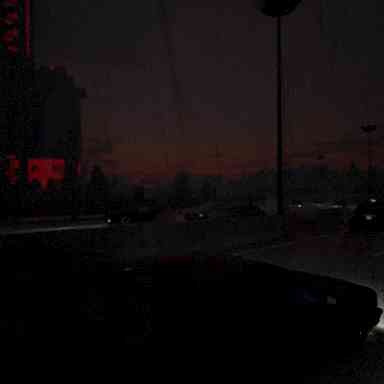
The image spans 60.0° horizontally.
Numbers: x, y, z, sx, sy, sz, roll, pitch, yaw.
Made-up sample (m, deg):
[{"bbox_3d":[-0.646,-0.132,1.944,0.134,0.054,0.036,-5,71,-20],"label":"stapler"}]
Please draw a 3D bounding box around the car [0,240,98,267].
[{"bbox_3d":[-3.164,1.578,6.000,4.181,1.385,1.994,0,0,-36],"label":"car"}]

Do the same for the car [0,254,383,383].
[{"bbox_3d":[0.330,1.544,4.183,5.357,1.411,2.033,0,0,-38],"label":"car"}]

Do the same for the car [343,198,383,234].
[{"bbox_3d":[10.194,1.304,17.991,2.097,1.767,4.553,0,0,43],"label":"car"}]

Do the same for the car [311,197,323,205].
[{"bbox_3d":[22.596,1.626,60.249,1.994,1.385,4.181,0,0,18],"label":"car"}]

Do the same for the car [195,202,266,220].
[{"bbox_3d":[2.709,1.495,20.522,1.837,1.490,4.892,0,0,44],"label":"car"}]

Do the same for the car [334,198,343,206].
[{"bbox_3d":[24.379,1.618,54.658,1.895,1.301,4.718,-1,0,20],"label":"car"}]

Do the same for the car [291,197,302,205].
[{"bbox_3d":[18.643,1.632,59.125,2.033,1.411,5.357,-1,0,19],"label":"car"}]

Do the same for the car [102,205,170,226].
[{"bbox_3d":[-3.927,1.625,23.765,4.718,1.301,1.895,0,0,-44],"label":"car"}]

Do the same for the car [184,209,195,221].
[{"bbox_3d":[1.560,1.480,24.350,1.882,1.535,5.008,0,0,43],"label":"car"}]
